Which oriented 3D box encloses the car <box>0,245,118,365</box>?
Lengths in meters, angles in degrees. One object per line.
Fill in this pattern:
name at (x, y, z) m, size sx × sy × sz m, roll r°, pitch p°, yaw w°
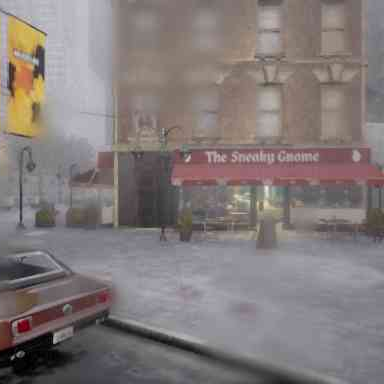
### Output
car at (-3.565, 1.591, 5.579) m, size 4.718 × 1.301 × 1.895 m, roll 0°, pitch 0°, yaw 32°
